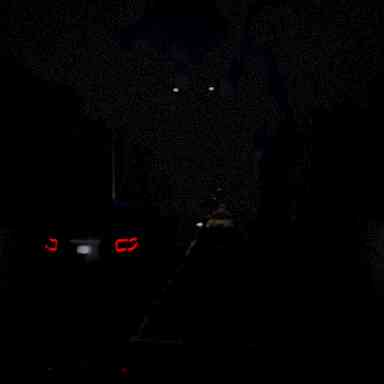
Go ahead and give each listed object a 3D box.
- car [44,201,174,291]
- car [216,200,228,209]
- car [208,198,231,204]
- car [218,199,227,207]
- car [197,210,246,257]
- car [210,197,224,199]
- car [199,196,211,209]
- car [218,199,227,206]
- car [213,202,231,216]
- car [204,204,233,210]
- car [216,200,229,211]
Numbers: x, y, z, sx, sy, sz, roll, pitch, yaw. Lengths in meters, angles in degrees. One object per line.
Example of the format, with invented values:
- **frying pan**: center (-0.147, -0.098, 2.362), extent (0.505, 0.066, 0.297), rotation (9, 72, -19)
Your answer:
- **car**: center (-1.882, 1.250, 9.246), extent (2.150, 2.045, 5.566), rotation (0, 0, 5)
- **car**: center (4.797, 1.963, 52.550), extent (1.802, 1.307, 4.206), rotation (0, -1, 5)
- **car**: center (2.698, 1.615, 29.952), extent (1.967, 1.590, 4.097), rotation (0, 0, 5)
- **car**: center (5.862, 2.022, 64.020), extent (1.752, 1.417, 4.829), rotation (0, -1, 5)
- **car**: center (1.124, 1.592, 13.000), extent (2.008, 1.369, 4.403), rotation (0, 0, 5)
- **car**: center (3.748, 1.589, 41.252), extent (2.192, 1.841, 5.009), rotation (0, -1, 5)
- **car**: center (2.241, 1.617, 52.588), extent (2.150, 2.045, 5.566), rotation (0, -1, 5)
- **car**: center (6.372, 2.098, 69.500), extent (1.887, 1.381, 4.507), rotation (0, -1, 5)
- **car**: center (3.223, 1.806, 35.600), extent (1.802, 1.307, 4.206), rotation (0, -1, 5)
- **car**: center (1.665, 1.611, 18.820), extent (1.752, 1.417, 4.829), rotation (0, 0, 5)
- **car**: center (4.288, 1.854, 47.070), extent (1.752, 1.417, 4.829), rotation (0, -1, 5)
